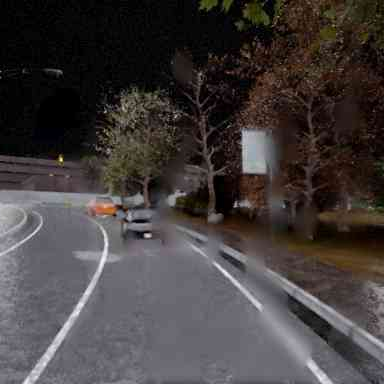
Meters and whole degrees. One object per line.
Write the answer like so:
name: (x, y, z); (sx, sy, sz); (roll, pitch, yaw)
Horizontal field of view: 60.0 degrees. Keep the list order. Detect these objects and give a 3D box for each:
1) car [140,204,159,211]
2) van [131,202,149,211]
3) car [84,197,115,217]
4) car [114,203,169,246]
car: (-11.216, 4.205, 87.722); (4.792, 1.488, 2.163); (-5, -7, 33)
van: (-13.476, 3.822, 85.880); (4.442, 1.987, 1.878); (-5, -7, 33)
car: (-8.503, 1.268, 30.635); (2.097, 1.767, 4.553); (3, -1, -28)
car: (-2.288, 1.487, 15.288); (2.128, 1.511, 4.902); (1, 0, -14)
